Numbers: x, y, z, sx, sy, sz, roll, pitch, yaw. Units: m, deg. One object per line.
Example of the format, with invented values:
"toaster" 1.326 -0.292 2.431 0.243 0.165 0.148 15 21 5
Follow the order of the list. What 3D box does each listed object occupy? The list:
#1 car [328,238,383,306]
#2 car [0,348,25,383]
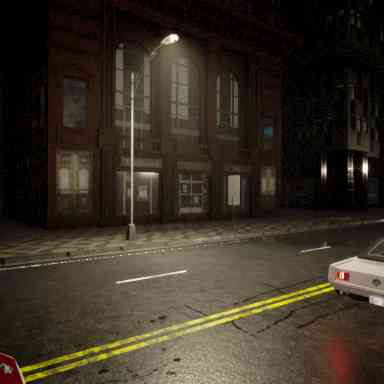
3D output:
"car" 5.031 1.597 7.026 4.718 1.301 1.895 0 0 -35
"car" -3.037 1.352 1.274 4.553 1.767 2.097 0 0 -35
